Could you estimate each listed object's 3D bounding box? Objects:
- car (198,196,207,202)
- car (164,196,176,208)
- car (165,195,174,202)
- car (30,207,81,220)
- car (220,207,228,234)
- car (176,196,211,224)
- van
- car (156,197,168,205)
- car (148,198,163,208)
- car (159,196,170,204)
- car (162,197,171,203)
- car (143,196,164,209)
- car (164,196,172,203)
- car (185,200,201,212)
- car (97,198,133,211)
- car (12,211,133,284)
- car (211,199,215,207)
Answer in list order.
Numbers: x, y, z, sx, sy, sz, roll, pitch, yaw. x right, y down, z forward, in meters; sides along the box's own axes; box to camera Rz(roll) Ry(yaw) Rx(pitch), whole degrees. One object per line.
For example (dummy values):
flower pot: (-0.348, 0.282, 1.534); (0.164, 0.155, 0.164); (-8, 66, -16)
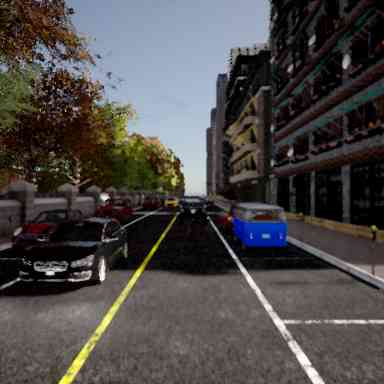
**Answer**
car: (2.644, 1.800, 85.911); (2.008, 1.369, 4.403); (0, 0, 0)
car: (-3.087, 1.614, 50.557); (1.882, 1.535, 5.008); (0, 0, 0)
car: (-5.736, 1.691, 85.904); (1.967, 1.590, 4.097); (0, 0, 0)
car: (-5.693, 1.476, 13.901); (1.967, 1.590, 4.097); (0, 0, 0)
car: (2.684, 1.489, 19.447); (1.967, 1.590, 4.097); (0, 0, 0)
car: (0.088, 1.417, 25.640); (2.097, 1.767, 4.553); (0, 0, 0)
van: (2.687, 1.375, 13.909); (1.690, 1.788, 3.998); (0, 0, 0)
car: (-5.723, 1.743, 63.749); (1.947, 1.339, 4.313); (0, 0, 0)
car: (-5.717, 1.668, 52.501); (1.752, 1.417, 4.829); (0, 0, 0)
car: (-5.726, 1.635, 69.287); (1.967, 1.590, 4.097); (0, 0, 0)
car: (-5.730, 1.795, 74.826); (1.802, 1.307, 4.206); (0, 0, 0)
car: (-5.712, 1.442, 47.133); (2.192, 1.841, 5.009); (0, 0, 0)
car: (-5.733, 1.757, 80.194); (1.752, 1.417, 4.829); (0, 0, 0)
car: (0.076, 1.711, 41.644); (1.895, 1.301, 4.718); (0, 0, 0)
car: (-5.700, 1.381, 24.979); (2.192, 1.841, 5.009); (0, 0, 0)
car: (-3.096, 1.531, 9.697); (1.837, 1.490, 4.892); (0, 0, 0)
car: (2.663, 1.692, 52.679); (2.008, 1.369, 4.403); (0, 0, 0)
